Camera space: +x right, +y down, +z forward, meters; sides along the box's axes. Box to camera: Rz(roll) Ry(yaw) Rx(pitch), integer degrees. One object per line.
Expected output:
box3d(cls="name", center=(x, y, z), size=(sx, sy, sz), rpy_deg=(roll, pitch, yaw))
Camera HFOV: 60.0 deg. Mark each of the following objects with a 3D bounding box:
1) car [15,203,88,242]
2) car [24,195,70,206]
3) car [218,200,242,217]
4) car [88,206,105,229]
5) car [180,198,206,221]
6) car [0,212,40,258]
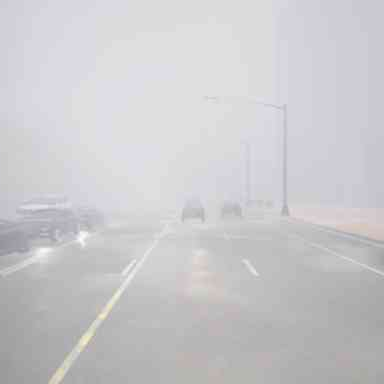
box3d(cls="car", center=(-7.003, 1.527, 16.576), size=(1.837, 1.490, 4.892), rpy_deg=(0, 0, 0))
box3d(cls="car", center=(-10.549, 1.252, 24.099), size=(2.150, 2.045, 5.566), rpy_deg=(0, 0, 0))
box3d(cls="car", center=(3.563, 1.546, 31.379), size=(1.837, 1.490, 4.892), rpy_deg=(0, 1, 0))
box3d(cls="car", center=(-7.068, 1.591, 21.533), size=(1.994, 1.385, 4.181), rpy_deg=(0, 0, 0))
box3d(cls="car", center=(0.095, 1.526, 27.044), size=(2.128, 1.511, 4.902), rpy_deg=(0, 0, 0))
box3d(cls="car", center=(-7.089, 1.576, 10.996), size=(1.994, 1.385, 4.181), rpy_deg=(0, 0, 0))
